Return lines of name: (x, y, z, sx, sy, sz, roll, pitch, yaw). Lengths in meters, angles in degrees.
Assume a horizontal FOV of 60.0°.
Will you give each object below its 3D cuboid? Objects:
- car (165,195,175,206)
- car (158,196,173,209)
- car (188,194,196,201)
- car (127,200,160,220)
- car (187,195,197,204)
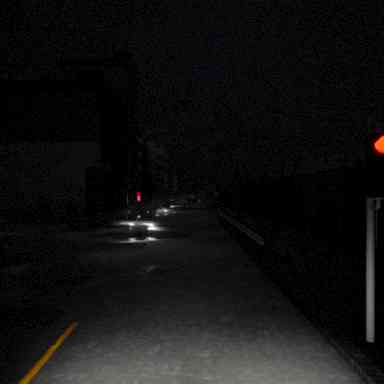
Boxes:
car: (-4.050, 1.354, 56.278, 2.097, 1.767, 4.553, 0, 0, 0)
car: (-4.066, 1.564, 45.730, 1.994, 1.385, 4.181, 0, 0, 0)
car: (0.044, 1.310, 76.733, 1.882, 1.535, 5.008, 0, 0, 0)
car: (-4.077, 1.601, 27.679, 1.895, 1.301, 4.718, 0, 0, 0)
car: (0.040, 1.491, 66.313, 2.128, 1.511, 4.902, 0, 0, 0)
